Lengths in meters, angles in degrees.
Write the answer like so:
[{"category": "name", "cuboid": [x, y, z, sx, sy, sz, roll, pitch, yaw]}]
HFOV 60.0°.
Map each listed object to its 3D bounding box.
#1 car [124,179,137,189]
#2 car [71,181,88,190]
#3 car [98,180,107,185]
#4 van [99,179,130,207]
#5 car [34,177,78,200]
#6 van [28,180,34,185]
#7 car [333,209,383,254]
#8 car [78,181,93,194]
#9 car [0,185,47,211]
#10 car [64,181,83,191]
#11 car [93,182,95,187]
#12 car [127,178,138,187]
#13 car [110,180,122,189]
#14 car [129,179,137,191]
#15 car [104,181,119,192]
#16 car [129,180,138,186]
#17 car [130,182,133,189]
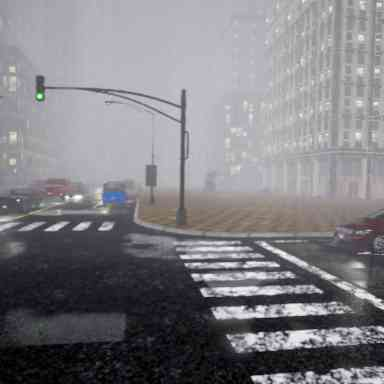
[{"category": "car", "cuboid": [-11.736, -1.598, 63.857, 2.192, 1.841, 5.009, 1, 2, -9]}, {"category": "car", "cuboid": [-19.211, -1.200, 57.150, 2.008, 1.369, 4.403, 1, 2, -9]}, {"category": "car", "cuboid": [-24.117, -2.634, 89.992, 1.802, 1.307, 4.206, 1, 2, -9]}, {"category": "van", "cuboid": [-5.901, 0.134, 25.566, 1.690, 1.788, 3.998, 1, 2, -9]}, {"category": "car", "cuboid": [-12.764, -0.349, 31.591, 2.150, 2.045, 5.566, 1, 2, -8]}, {"category": "van", "cuboid": [-15.936, -0.435, 35.250, 1.690, 1.788, 3.998, 1, 2, -9]}, {"category": "car", "cuboid": [7.338, 1.253, 11.618, 4.674, 1.442, 1.812, 1, 2, -10]}, {"category": "car", "cuboid": [-14.290, -0.532, 41.784, 2.128, 1.511, 4.902, 1, 2, -9]}, {"category": "car", "cuboid": [-11.295, 0.471, 21.682, 1.895, 1.301, 4.718, 1, 2, -8]}, {"category": "car", "cuboid": [-18.393, -0.941, 51.678, 1.947, 1.339, 4.313, 1, 2, -9]}, {"category": "car", "cuboid": [-20.846, -1.657, 68.099, 1.802, 1.307, 4.206, 1, 2, -9]}, {"category": "car", "cuboid": [-13.371, -2.086, 74.804, 2.192, 1.841, 5.009, 1, 2, -9]}, {"category": "car", "cuboid": [-14.165, -1.364, 61.886, 1.837, 1.490, 4.892, 1, 2, -9]}, {"category": "car", "cuboid": [-10.101, -1.110, 52.910, 2.192, 1.841, 5.009, 1, 2, -9]}, {"category": "car", "cuboid": [-12.596, -0.923, 52.040, 1.837, 1.490, 4.892, 1, 3, -8]}, {"category": "car", "cuboid": [-15.011, -2.339, 85.760, 2.008, 1.369, 4.403, 1, 2, -9]}, {"category": "car", "cuboid": [-6.812, 0.094, 31.033, 1.887, 1.381, 4.507, 1, 2, -9]}]
